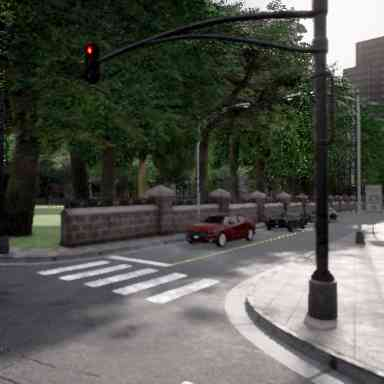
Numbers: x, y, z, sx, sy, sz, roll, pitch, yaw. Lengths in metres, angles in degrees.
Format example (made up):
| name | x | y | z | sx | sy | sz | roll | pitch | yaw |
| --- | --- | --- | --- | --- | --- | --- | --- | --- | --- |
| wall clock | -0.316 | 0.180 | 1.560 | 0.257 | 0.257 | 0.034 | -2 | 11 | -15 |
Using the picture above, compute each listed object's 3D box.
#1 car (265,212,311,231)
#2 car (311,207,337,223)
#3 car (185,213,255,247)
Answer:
| name | x | y | z | sx | sy | sz | roll | pitch | yaw |
| --- | --- | --- | --- | --- | --- | --- | --- | --- | --- |
| car | 7.334 | 2.201 | 25.616 | 1.895 | 1.301 | 4.718 | -1 | -2 | 35 |
| car | 13.701 | 2.325 | 34.627 | 2.128 | 1.511 | 4.902 | -1 | -2 | 35 |
| car | 1.615 | 1.873 | 17.517 | 1.882 | 1.535 | 5.008 | -1 | -2 | 35 |
